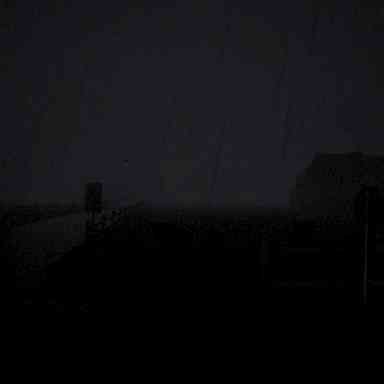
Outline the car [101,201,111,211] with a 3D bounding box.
[{"bbox_3d":[-13.690,2.104,51.507,2.033,1.411,5.357,1,-1,-6],"label":"car"}]
